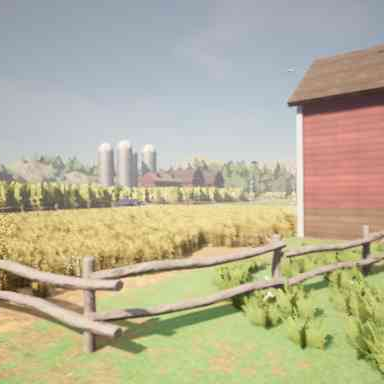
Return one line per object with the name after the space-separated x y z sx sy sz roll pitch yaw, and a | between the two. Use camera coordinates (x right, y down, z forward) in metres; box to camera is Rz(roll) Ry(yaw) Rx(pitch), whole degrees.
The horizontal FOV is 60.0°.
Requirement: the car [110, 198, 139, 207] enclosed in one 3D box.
-10.098 1.754 50.214 2.097 1.767 4.553 -1 0 36 | car
